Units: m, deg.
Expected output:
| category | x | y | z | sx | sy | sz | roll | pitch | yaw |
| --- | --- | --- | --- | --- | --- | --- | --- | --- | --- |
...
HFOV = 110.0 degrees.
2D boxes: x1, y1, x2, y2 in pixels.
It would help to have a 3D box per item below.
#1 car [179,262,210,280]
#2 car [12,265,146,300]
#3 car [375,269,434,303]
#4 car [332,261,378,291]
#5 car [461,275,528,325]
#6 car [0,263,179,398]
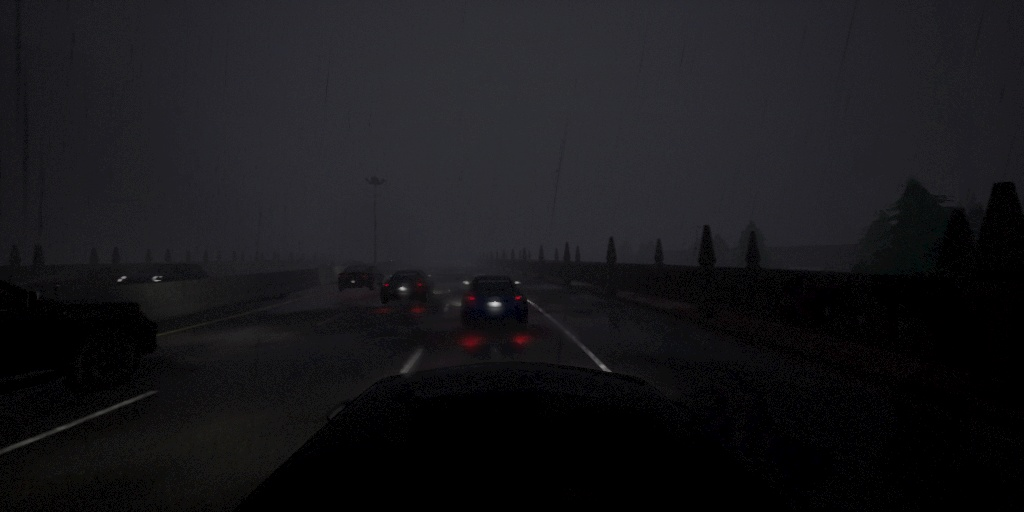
| category | x | y | z | sx | sy | sz | roll | pitch | yaw |
| --- | --- | --- | --- | --- | --- | --- | --- | --- | --- |
| car | -19.730 | 1.180 | 20.528 | 2.097 | 1.767 | 4.553 | 0 | 0 | -10 |
| car | -23.104 | 1.319 | 19.535 | 1.882 | 1.535 | 5.008 | 0 | 0 | -10 |
| car | -4.776 | 1.333 | 16.786 | 1.994 | 1.385 | 4.181 | 0 | 0 | -8 |
| car | -9.224 | 1.264 | 22.284 | 1.882 | 1.535 | 5.008 | 0 | 0 | -10 |
| car | -0.638 | 1.317 | 11.959 | 1.994 | 1.385 | 4.181 | 0 | 0 | -5 |
| car | -7.035 | 0.999 | 3.635 | 2.150 | 2.045 | 5.566 | 0 | 0 | -1 |
